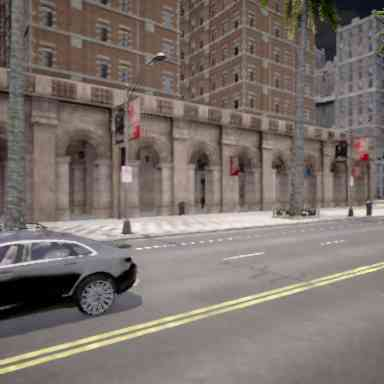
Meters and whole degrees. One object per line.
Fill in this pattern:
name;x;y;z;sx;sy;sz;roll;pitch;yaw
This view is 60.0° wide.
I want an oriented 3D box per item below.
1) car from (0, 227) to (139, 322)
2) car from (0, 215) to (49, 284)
car;-3.354;1.491;5.897;4.902;1.511;2.128;0;0;-35
car;-6.346;1.478;8.063;5.008;1.535;1.882;0;0;-35
